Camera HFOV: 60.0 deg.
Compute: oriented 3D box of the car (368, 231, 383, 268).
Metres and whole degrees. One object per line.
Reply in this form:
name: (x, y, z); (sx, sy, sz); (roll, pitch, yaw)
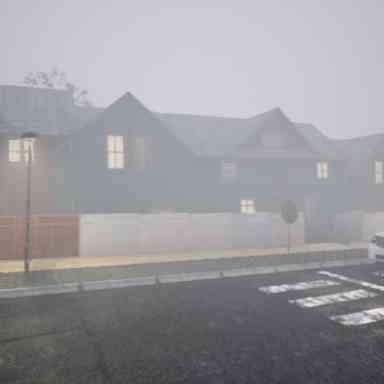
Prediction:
car: (8.713, 1.670, 11.572); (5.566, 2.045, 2.150); (2, -2, -26)
